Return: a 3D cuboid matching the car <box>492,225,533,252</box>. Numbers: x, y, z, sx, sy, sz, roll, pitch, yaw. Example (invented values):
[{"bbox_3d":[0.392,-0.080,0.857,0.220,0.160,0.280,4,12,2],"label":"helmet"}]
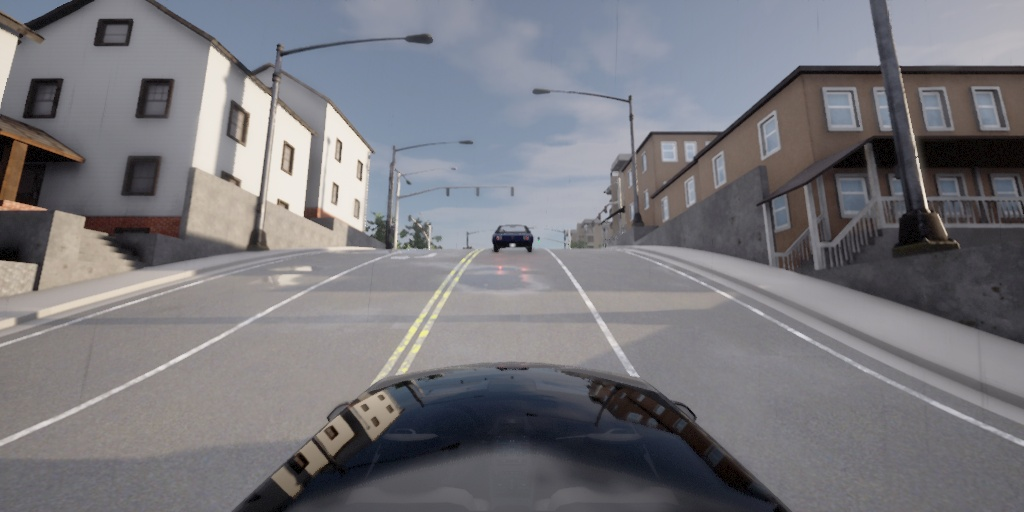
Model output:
[{"bbox_3d":[0.041,-0.908,18.180,1.895,1.301,4.718,0,4,0],"label":"car"}]
